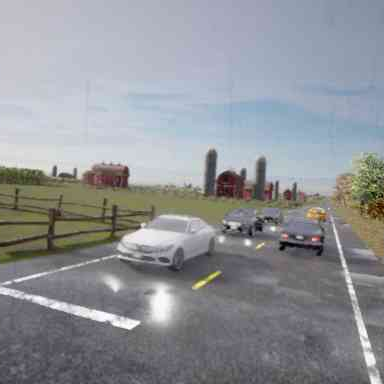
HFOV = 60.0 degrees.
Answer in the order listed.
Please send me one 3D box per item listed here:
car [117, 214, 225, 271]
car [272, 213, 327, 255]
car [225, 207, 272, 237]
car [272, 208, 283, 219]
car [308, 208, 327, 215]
[{"bbox_3d":[-0.577,1.499,11.099,1.812,1.442,4.674,4,0,22],"label":"car"},{"bbox_3d":[5.296,1.959,15.759,2.033,1.411,5.357,4,0,22],"label":"car"},{"bbox_3d":[3.231,1.754,20.459,2.128,1.511,4.902,4,0,22],"label":"car"},{"bbox_3d":[7.150,2.108,30.103,2.033,1.411,5.357,4,0,22],"label":"car"},{"bbox_3d":[14.799,2.614,39.302,1.882,1.535,5.008,4,0,23],"label":"car"}]
